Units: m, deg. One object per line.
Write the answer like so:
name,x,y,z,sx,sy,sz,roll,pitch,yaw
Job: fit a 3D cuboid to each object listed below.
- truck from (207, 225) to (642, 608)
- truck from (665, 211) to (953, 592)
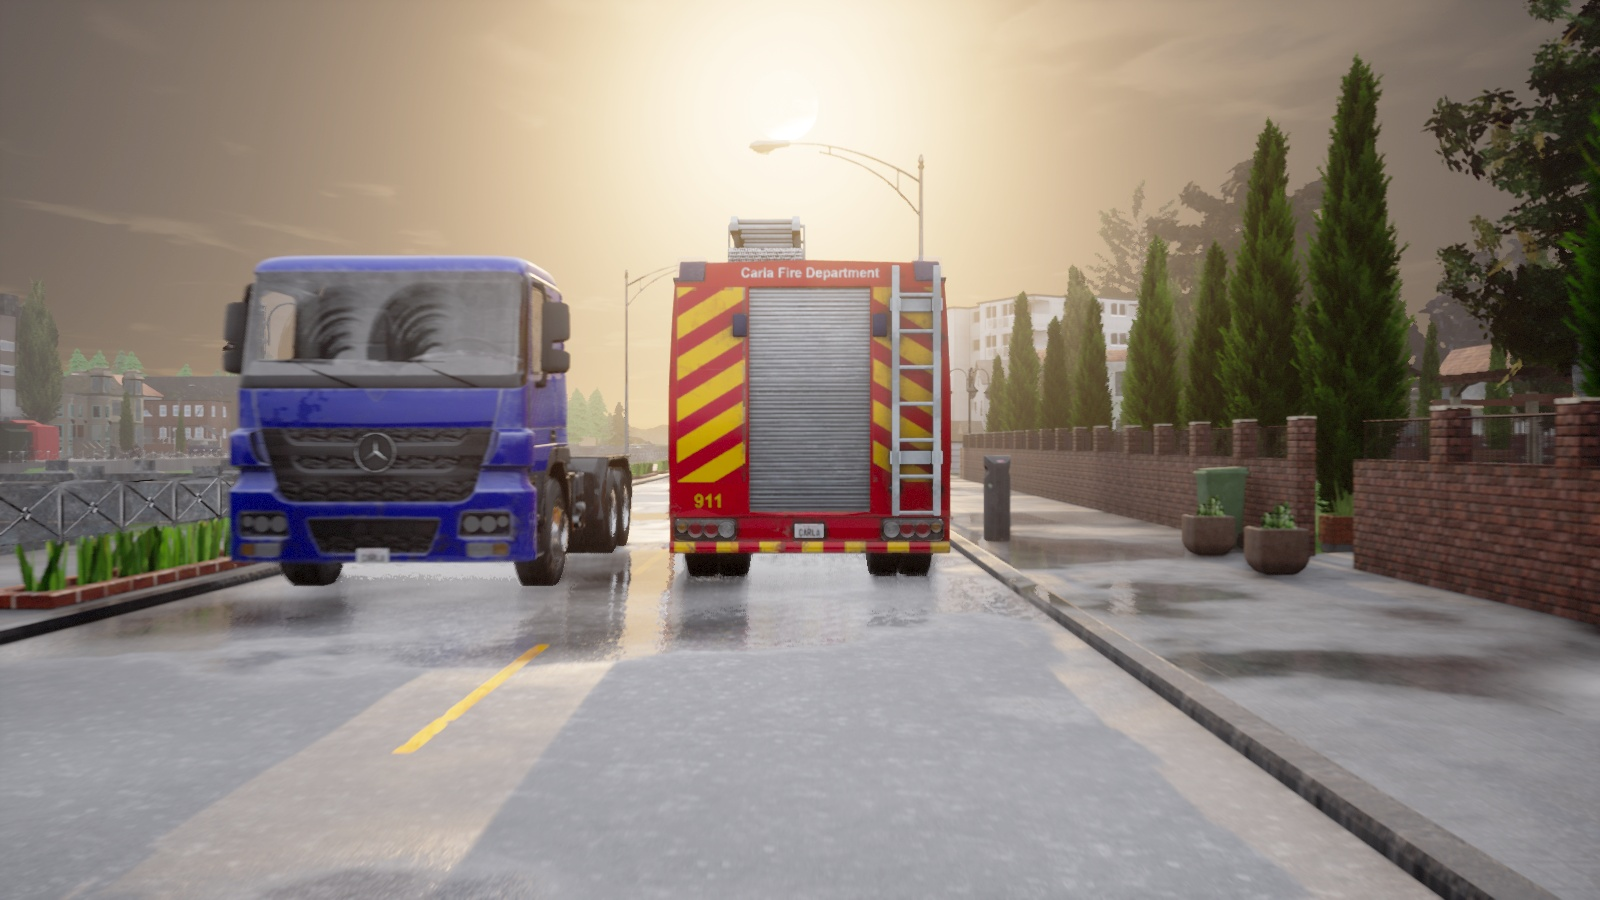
truck,-3.897,-0.325,15.336,2.891,3.462,7.936,0,0,0
truck,0.112,-0.513,16.878,2.891,3.827,8.468,0,0,0
